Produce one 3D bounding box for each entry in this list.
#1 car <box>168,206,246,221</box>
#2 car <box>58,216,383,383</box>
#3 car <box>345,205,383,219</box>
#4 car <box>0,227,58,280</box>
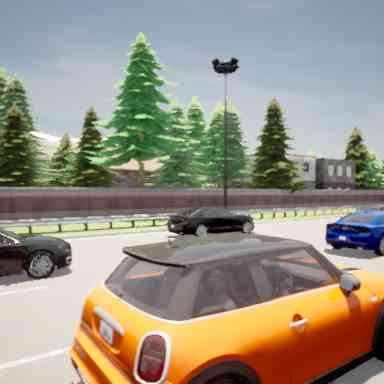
[{"bbox_3d":[1.082,1.489,17.421,5.008,1.535,1.882,0,0,-36],"label":"car"},{"bbox_3d":[0.914,1.355,4.399,4.553,1.767,2.097,0,0,-36],"label":"car"},{"bbox_3d":[7.391,1.492,13.322,5.008,1.535,1.882,0,0,-36],"label":"car"},{"bbox_3d":[-5.582,1.506,8.363,4.892,1.490,1.837,0,0,-36],"label":"car"}]
